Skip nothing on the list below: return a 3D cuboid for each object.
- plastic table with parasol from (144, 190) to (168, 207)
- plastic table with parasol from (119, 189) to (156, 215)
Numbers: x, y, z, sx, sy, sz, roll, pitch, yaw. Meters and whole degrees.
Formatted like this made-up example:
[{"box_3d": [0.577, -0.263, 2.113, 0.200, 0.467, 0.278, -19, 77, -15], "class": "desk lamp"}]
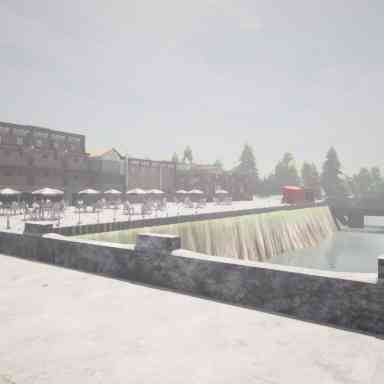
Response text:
[{"box_3d": [-5.282, 0.925, 49.207, 2.482, 2.480, 2.482, 0, 0, 35], "class": "plastic table with parasol"}, {"box_3d": [-5.329, 0.925, 32.530, 2.482, 2.480, 2.482, 0, 0, 35], "class": "plastic table with parasol"}]
